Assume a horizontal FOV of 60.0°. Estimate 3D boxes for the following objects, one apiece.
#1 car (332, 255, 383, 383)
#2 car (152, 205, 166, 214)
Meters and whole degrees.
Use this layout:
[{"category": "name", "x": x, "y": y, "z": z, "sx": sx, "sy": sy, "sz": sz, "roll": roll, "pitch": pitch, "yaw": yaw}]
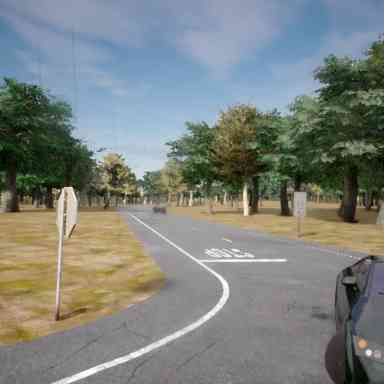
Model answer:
[{"category": "car", "x": 3.089, "y": 1.643, "z": 4.595, "sx": 1.994, "sy": 1.385, "sz": 4.181, "roll": 1, "pitch": -1, "yaw": 22}, {"category": "car", "x": -5.602, "y": 2.963, "z": 56.870, "sx": 1.882, "sy": 1.535, "sz": 5.008, "roll": 3, "pitch": -2, "yaw": -14}]
